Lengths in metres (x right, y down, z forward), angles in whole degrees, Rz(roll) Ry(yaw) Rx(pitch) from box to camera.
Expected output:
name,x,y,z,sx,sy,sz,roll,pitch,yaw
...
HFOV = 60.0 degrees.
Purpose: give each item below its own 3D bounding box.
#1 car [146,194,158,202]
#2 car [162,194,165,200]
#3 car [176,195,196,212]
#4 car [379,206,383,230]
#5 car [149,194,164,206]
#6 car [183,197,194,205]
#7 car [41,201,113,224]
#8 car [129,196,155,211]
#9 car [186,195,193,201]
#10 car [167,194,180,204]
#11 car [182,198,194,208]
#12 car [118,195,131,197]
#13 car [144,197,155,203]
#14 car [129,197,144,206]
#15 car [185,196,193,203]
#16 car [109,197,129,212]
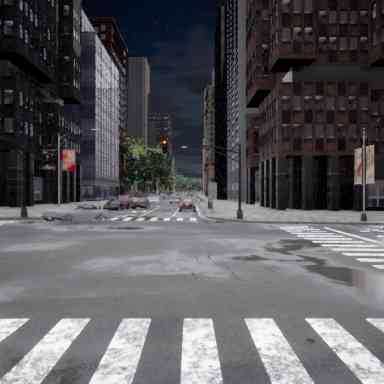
name,x,y,z,sx,sy,sz,roll,pitch,yaw
car,-9.213,1.411,76.999,2.192,1.841,5.009,0,0,0
car,-9.282,1.689,93.276,1.887,1.381,4.507,0,0,0
car,-0.524,1.445,39.051,1.967,1.590,4.097,0,0,0
car,14.844,1.723,20.974,4.902,1.511,2.128,1,0,0
car,-6.442,1.572,57.552,1.812,1.442,4.674,0,0,0
car,-0.617,1.599,60.750,1.887,1.381,4.507,0,0,0
car,-8.373,1.527,24.162,1.895,1.301,4.718,1,-1,31
car,-6.394,1.559,42.117,2.033,1.411,5.357,0,0,0
car,-0.758,1.689,93.300,1.887,1.381,4.507,0,0,0
car,-3.398,1.667,65.653,1.895,1.301,4.718,0,0,0
car,-0.570,1.611,49.900,1.802,1.307,4.206,0,0,0
car,-9.073,1.332,44.443,2.192,1.841,5.009,0,0,0
car,-9.189,1.663,71.573,1.802,1.307,4.206,0,0,0
car,-9.118,1.566,55.124,1.752,1.417,4.829,0,0,0
car,-0.665,1.607,71.770,1.752,1.417,4.829,0,0,0
car,-9.049,1.571,39.017,1.947,1.339,4.313,0,0,0
